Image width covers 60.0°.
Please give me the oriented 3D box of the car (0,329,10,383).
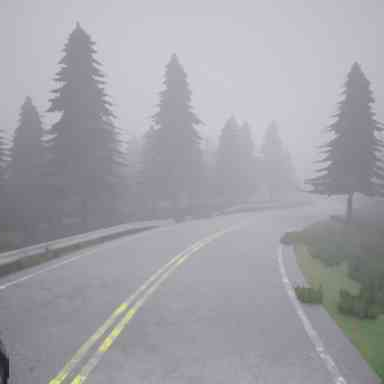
[{"bbox_3d":[-2.957,1.537,1.715,1.994,1.385,4.181,0,1,4],"label":"car"}]
